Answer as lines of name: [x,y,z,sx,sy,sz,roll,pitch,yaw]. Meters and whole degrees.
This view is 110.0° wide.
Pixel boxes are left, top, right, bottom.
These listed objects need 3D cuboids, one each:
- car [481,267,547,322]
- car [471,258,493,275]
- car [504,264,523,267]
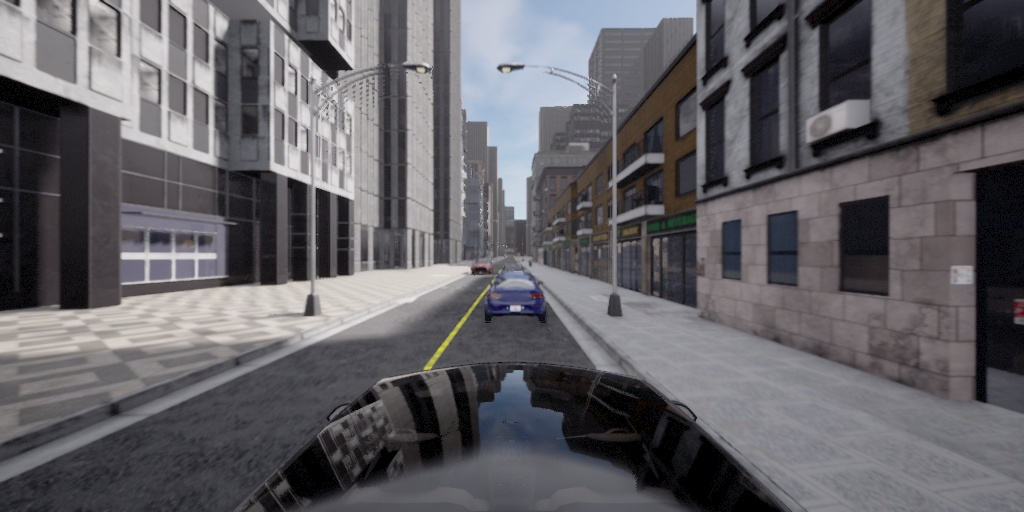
car: [0.101,1.252,11.995,1.812,1.442,4.674,0,0,0]
car: [-3.075,1.026,37.472,2.097,1.767,4.553,0,0,0]
car: [0.105,1.295,27.899,1.895,1.301,4.718,0,0,0]
